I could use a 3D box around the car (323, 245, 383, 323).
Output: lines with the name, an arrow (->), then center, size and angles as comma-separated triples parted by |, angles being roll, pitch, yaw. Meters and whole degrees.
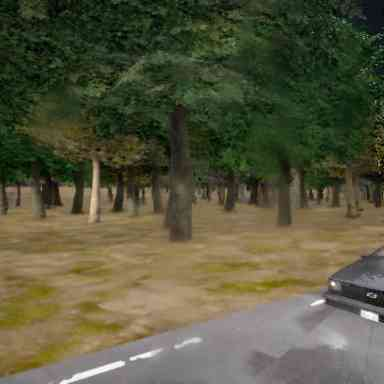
car -> 4.968, 1.544, 6.720 | 5.357, 1.411, 2.033 | 0, 0, -35
